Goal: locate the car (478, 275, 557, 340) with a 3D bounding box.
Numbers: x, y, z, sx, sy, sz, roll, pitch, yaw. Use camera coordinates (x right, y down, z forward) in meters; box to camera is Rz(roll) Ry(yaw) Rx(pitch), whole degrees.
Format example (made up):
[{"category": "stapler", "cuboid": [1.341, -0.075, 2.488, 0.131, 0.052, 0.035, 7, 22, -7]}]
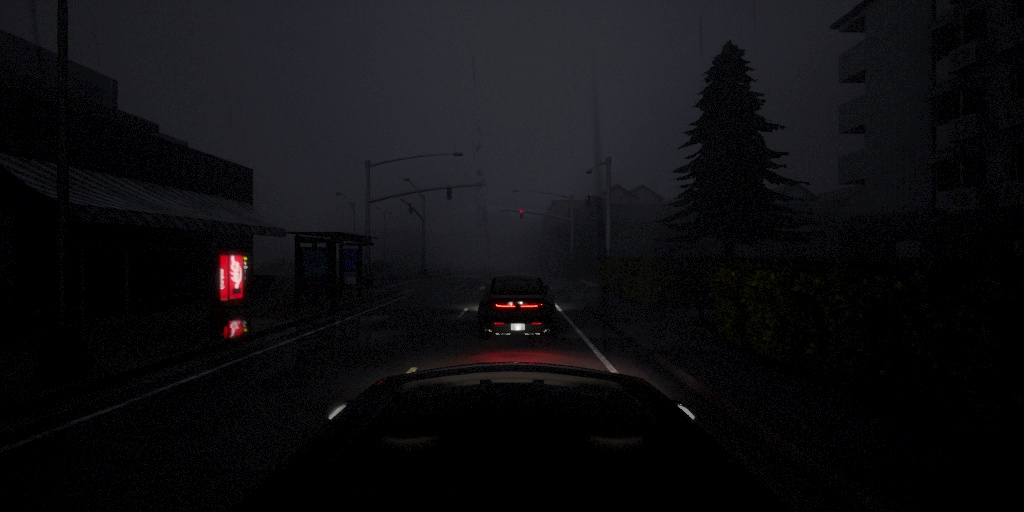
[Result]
[{"category": "car", "cuboid": [0.119, 1.255, 10.016, 1.837, 1.490, 4.892, 0, 0, 0]}]
